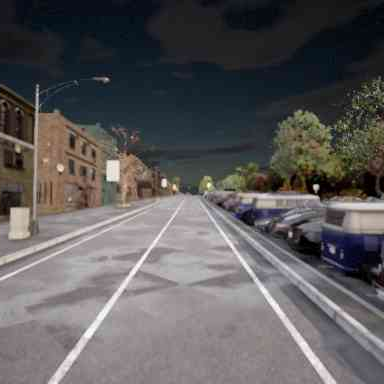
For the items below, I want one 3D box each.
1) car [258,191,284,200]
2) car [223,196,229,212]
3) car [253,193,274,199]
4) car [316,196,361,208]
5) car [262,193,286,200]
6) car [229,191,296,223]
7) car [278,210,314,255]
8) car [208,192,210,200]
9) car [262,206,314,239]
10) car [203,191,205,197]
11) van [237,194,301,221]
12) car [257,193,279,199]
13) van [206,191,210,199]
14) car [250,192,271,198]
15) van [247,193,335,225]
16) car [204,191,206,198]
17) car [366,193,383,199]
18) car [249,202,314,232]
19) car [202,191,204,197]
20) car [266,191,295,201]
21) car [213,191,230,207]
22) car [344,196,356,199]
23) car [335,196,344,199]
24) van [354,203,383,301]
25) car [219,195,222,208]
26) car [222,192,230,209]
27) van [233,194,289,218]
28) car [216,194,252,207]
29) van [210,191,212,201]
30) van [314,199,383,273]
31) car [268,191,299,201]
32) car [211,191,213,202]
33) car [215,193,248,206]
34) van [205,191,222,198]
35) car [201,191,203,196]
[{"bbox_3d":[18.651,0.729,78.975,5.566,2.045,2.435,0,0,0],"label":"car"},{"bbox_3d":[5.669,1.352,31.132,4.892,1.521,2.231,0,0,0],"label":"car"},{"bbox_3d":[18.661,0.939,87.329,5.008,1.535,2.097,0,0,0],"label":"car"},{"bbox_3d":[18.743,1.259,42.737,4.892,1.521,2.231,0,0,0],"label":"car"},{"bbox_3d":[18.679,0.998,76.190,5.008,1.535,2.097,0,0,0],"label":"car"},{"bbox_3d":[5.661,1.167,22.720,5.566,2.045,2.435,0,0,0],"label":"car"},{"bbox_3d":[5.736,1.513,11.502,4.792,1.488,2.163,0,0,0],"label":"car"},{"bbox_3d":[5.630,1.150,56.361,5.008,1.535,2.097,0,0,0],"label":"car"},{"bbox_3d":[5.699,1.512,14.310,4.674,1.452,2.002,0,0,0],"label":"car"},{"bbox_3d":[5.604,1.018,73.177,5.008,1.535,2.097,0,0,0],"label":"car"},{"bbox_3d":[5.801,1.170,25.524,4.442,1.987,1.878,0,0,0],"label":"van"},{"bbox_3d":[18.704,0.995,81.759,4.792,1.488,2.163,0,0,0],"label":"car"},{"bbox_3d":[5.506,0.858,64.768,4.442,1.987,1.878,0,0,0],"label":"van"},{"bbox_3d":[18.477,0.923,90.115,5.366,1.575,1.946,0,0,0],"label":"car"},{"bbox_3d":[5.810,1.214,19.920,4.442,1.987,1.878,0,0,0],"label":"van"},{"bbox_3d":[5.799,1.036,70.377,5.366,1.575,1.946,0,0,0],"label":"car"},{"bbox_3d":[18.788,1.117,28.856,5.566,2.045,2.435,0,0,0],"label":"car"},{"bbox_3d":[5.704,1.457,17.113,4.892,1.521,2.231,0,0,0],"label":"car"},{"bbox_3d":[5.591,0.968,81.582,4.892,1.521,2.231,0,0,0],"label":"car"},{"bbox_3d":[18.664,0.785,70.619,5.566,2.045,2.435,0,0,0],"label":"car"},{"bbox_3d":[5.634,1.033,39.540,5.566,2.045,2.435,0,0,0],"label":"car"},{"bbox_3d":[18.781,1.199,34.410,4.553,1.767,2.185,0,0,0],"label":"car"},{"bbox_3d":[18.556,1.277,39.960,5.366,1.575,1.946,0,0,0],"label":"car"},{"bbox_3d":[5.599,1.268,5.897,4.442,1.987,1.878,0,0,0],"label":"van"},{"bbox_3d":[5.664,1.347,36.739,4.674,1.452,2.002,0,0,0],"label":"car"},{"bbox_3d":[5.702,1.203,33.934,4.553,1.767,2.185,0,0,0],"label":"car"},{"bbox_3d":[5.797,1.148,28.327,4.442,1.987,1.878,0,0,0],"label":"van"},{"bbox_3d":[5.622,1.114,45.147,4.553,1.767,2.185,0,0,0],"label":"car"},{"bbox_3d":[5.523,0.947,53.556,4.442,1.987,1.878,0,0,0],"label":"van"},{"bbox_3d":[5.827,1.263,8.699,4.442,1.987,1.878,0,0,0],"label":"van"},{"bbox_3d":[18.669,0.806,67.958,5.566,2.045,2.435,0,0,0],"label":"car"},{"bbox_3d":[5.629,1.011,42.343,5.566,2.045,2.435,0,0,0],"label":"car"},{"bbox_3d":[5.618,1.092,47.950,4.553,1.767,2.185,0,0,0],"label":"car"},{"bbox_3d":[5.699,0.701,89.996,4.442,1.987,1.878,0,0,0],"label":"van"},{"bbox_3d":[5.620,0.703,84.388,5.566,2.045,2.435,0,0,0],"label":"car"}]
